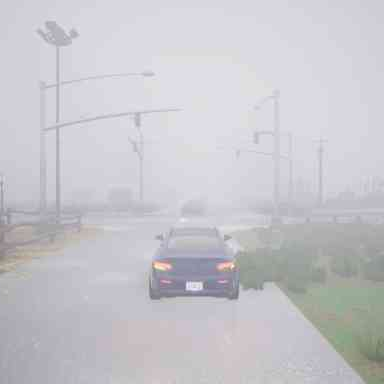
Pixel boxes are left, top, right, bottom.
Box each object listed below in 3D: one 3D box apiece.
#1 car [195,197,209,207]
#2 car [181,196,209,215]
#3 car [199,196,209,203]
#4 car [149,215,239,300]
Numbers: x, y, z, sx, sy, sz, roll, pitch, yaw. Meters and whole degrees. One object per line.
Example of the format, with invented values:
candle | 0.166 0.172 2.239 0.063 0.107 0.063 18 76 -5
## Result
car | 1.627 1.513 51.072 2.033 1.411 5.357 0 0 3
car | 0.247 1.461 31.091 1.882 1.535 5.008 0 0 9
car | 2.511 1.513 68.294 2.033 1.411 5.357 0 0 3
car | 0.044 1.526 8.271 1.812 1.442 4.674 0 0 0
